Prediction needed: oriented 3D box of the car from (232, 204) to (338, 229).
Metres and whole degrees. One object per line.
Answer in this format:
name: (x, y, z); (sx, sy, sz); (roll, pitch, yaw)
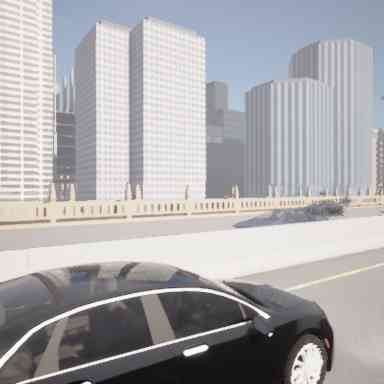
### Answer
car: (4.293, 1.501, 15.651); (5.357, 1.411, 2.033); (0, 0, -35)

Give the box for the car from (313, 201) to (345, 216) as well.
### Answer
car: (11.754, 1.465, 29.561); (4.181, 1.385, 1.994); (0, 0, -35)

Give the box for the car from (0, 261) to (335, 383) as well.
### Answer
car: (-0.506, 1.500, 3.386); (4.892, 1.490, 1.837); (0, 0, -35)
